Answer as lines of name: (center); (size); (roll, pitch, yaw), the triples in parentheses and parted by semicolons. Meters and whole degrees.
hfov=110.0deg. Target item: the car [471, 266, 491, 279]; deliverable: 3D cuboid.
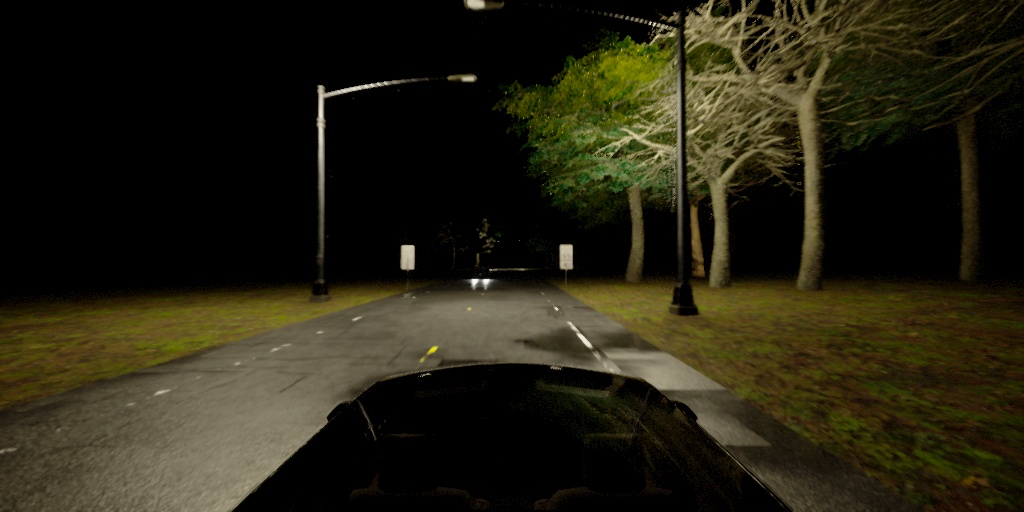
car: (-3.380, 1.822, 39.754); (1.994, 1.385, 4.181); (0, -1, 0)
